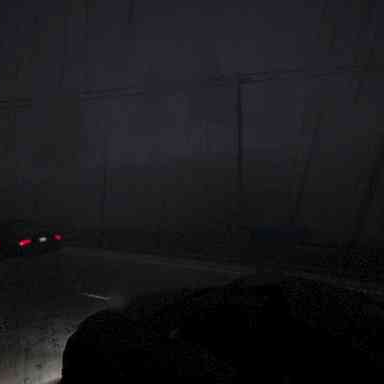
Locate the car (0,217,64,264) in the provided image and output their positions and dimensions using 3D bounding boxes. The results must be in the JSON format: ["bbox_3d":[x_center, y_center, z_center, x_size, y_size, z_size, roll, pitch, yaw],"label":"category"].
[{"bbox_3d":[-7.056,1.592,11.810,5.357,1.411,2.033,0,0,26],"label":"car"}]

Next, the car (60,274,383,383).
[{"bbox_3d":[0.639,1.565,3.258,4.181,1.385,1.994,0,0,34],"label":"car"}]
